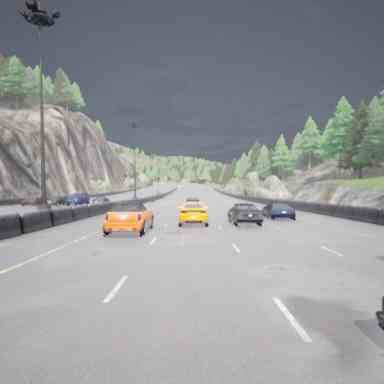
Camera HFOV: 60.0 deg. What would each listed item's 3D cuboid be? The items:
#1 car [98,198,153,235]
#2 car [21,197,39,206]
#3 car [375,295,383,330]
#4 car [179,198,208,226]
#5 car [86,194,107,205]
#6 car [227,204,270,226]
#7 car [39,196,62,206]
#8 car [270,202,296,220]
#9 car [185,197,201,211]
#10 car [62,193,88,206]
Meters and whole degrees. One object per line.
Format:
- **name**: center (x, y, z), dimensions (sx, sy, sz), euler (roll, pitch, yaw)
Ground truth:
- **car**: center (-3.400, 1.320, 18.493), dimensions (2.097, 1.767, 4.553), euler (0, 0, 0)
- **car**: center (-24.501, 1.479, 51.225), dimensions (1.994, 1.385, 4.181), euler (0, 0, 0)
- **car**: center (3.598, 1.543, 2.409), dimensions (2.033, 1.411, 5.357), euler (0, 0, 1)
- **car**: center (0.101, 1.437, 23.249), dimensions (1.882, 1.535, 5.008), euler (0, 0, 0)
- **car**: center (-14.003, 1.405, 51.021), dimensions (2.128, 1.511, 4.902), euler (0, 0, 0)
- **car**: center (3.600, 1.508, 23.049), dimensions (2.033, 1.411, 5.357), euler (0, 0, 0)
- **car**: center (-21.000, 1.408, 51.317), dimensions (2.128, 1.511, 4.902), euler (0, 0, 0)
- **car**: center (7.100, 1.516, 27.567), dimensions (1.994, 1.385, 4.181), euler (0, 0, 0)
- **car**: center (0.103, 1.435, 40.064), dimensions (1.837, 1.490, 4.892), euler (0, 0, 0)
- **car**: center (-17.500, 1.118, 51.322), dimensions (2.150, 2.045, 5.566), euler (0, 0, 0)
